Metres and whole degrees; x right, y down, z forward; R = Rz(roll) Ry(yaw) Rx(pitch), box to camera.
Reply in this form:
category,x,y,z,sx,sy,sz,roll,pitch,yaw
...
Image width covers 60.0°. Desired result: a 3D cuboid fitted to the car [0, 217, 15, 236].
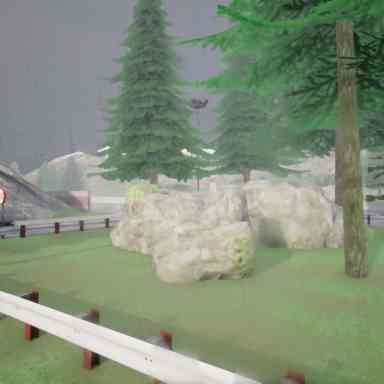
category,x,y,z,sx,sy,sz,roll,pitch,yaw
car,-10.868,1.358,15.498,5.357,1.411,2.033,0,0,19
